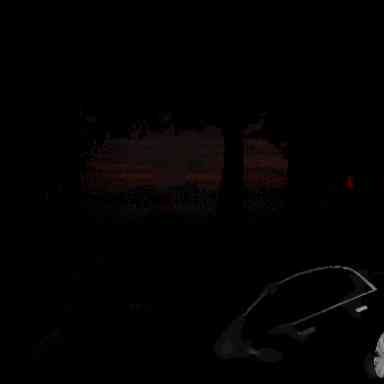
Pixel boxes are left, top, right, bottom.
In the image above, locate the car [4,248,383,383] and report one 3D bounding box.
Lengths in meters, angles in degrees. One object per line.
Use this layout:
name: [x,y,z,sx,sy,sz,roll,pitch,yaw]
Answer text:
car: [0.604,1.505,3.810,4.892,1.490,1.837,0,0,-36]
